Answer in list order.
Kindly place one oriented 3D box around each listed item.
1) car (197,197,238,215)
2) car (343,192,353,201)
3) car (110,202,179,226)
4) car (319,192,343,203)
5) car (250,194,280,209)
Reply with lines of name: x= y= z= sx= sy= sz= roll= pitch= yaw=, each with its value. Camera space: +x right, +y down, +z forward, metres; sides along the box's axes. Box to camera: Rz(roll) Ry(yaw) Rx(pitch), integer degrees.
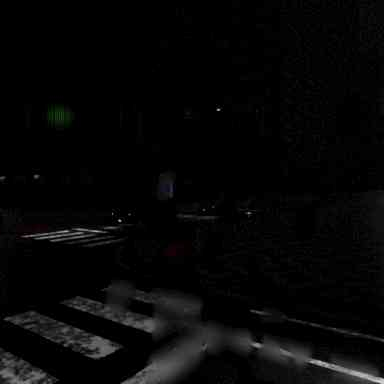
car: x=2.322 y=1.157 z=28.768 sx=1.812 sy=1.442 sz=4.674 roll=0 pitch=1 yaw=36
car: x=25.488 y=0.653 z=55.641 sx=1.882 sy=1.535 sz=5.008 roll=0 pitch=1 yaw=36
car: x=-2.957 y=1.353 z=21.413 sx=1.895 sy=1.301 sz=4.718 roll=0 pitch=1 yaw=36
car: x=19.600 y=0.814 z=47.417 sx=1.837 sy=1.490 sz=4.892 roll=0 pitch=1 yaw=36
car: x=8.129 y=0.976 z=36.868 sx=1.882 sy=1.535 sz=5.008 roll=0 pitch=1 yaw=36
